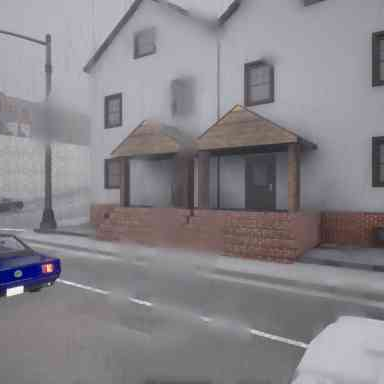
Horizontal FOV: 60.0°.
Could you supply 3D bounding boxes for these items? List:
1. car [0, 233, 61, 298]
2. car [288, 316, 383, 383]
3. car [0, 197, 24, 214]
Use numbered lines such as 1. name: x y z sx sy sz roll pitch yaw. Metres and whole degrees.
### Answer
1. car: -5.160 1.601 7.646 4.718 1.301 1.895 0 0 36
2. car: 2.959 1.601 1.872 4.718 1.301 1.895 0 0 36
3. car: -16.180 1.199 26.776 2.128 1.511 4.902 0 5 35
